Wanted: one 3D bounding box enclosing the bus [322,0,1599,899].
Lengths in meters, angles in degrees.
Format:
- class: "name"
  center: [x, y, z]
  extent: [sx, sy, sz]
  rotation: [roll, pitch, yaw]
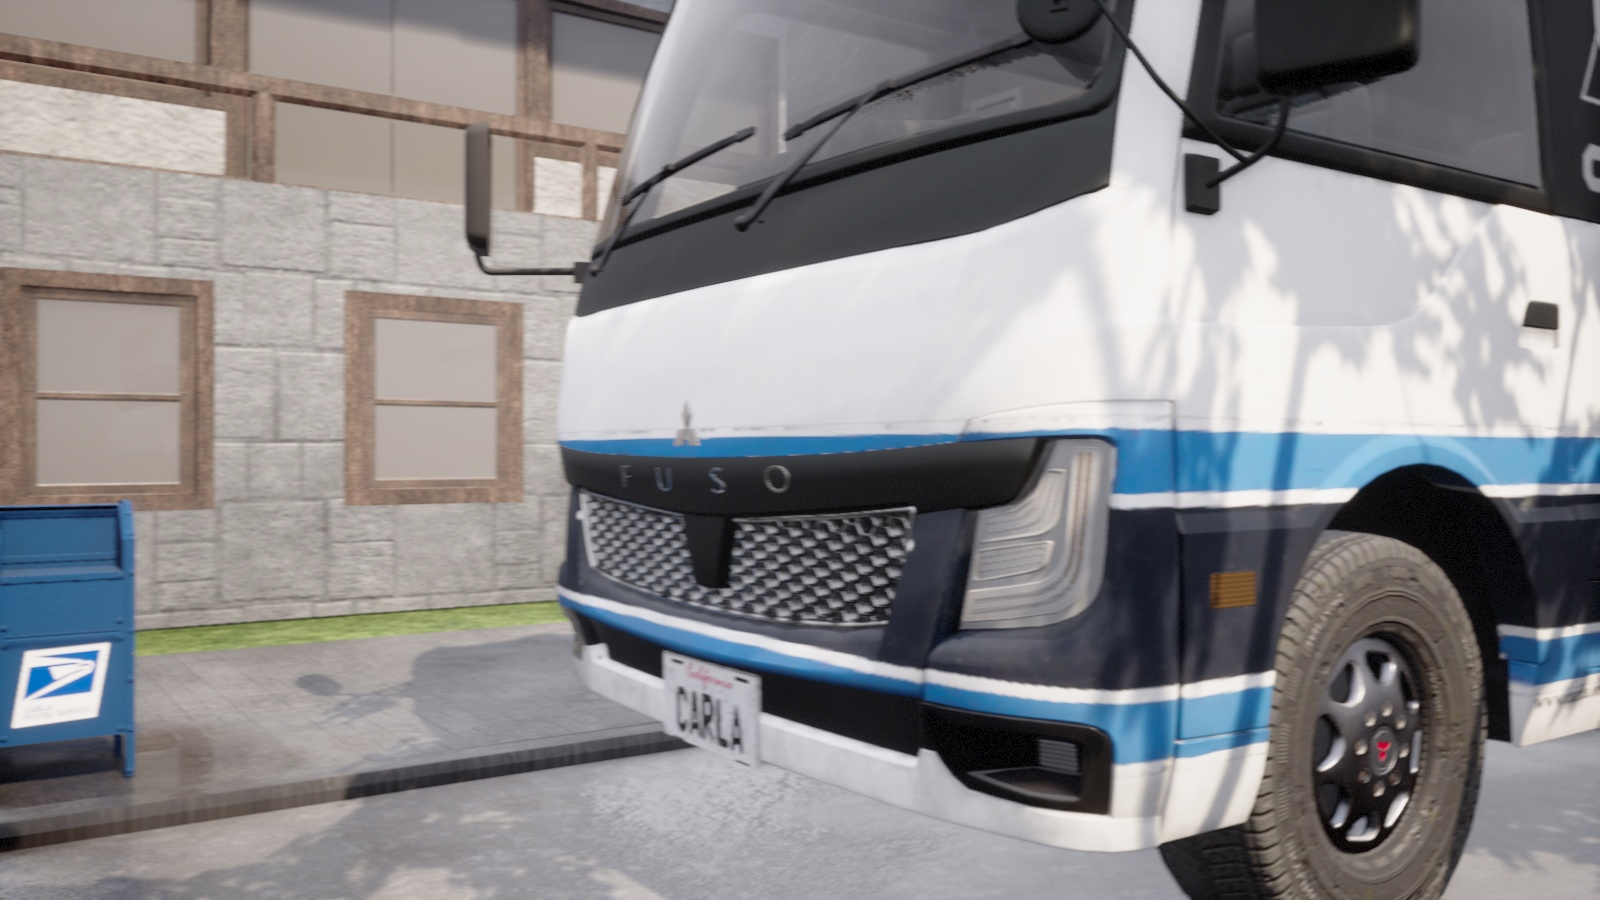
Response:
- class: "bus"
  center: [3.329, -0.622, 6.584]
  extent: [10.273, 4.253, 3.944]
  rotation: [0, 0, -34]
